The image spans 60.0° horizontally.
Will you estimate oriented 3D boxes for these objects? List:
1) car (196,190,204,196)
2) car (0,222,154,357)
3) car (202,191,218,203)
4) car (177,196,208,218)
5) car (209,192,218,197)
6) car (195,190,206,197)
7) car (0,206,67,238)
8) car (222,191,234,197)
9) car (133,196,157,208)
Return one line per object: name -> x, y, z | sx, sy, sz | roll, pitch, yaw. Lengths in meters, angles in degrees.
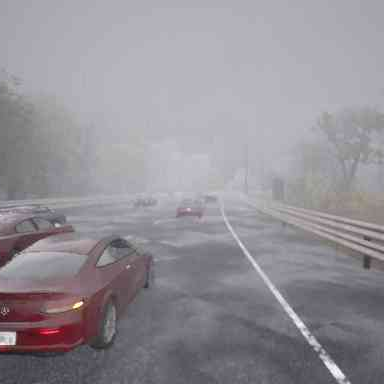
car -> 2.481, 0.823, 72.163 | 2.128, 1.511, 4.902 | 0, 1, 9
car -> -1.950, 1.461, 6.045 | 1.812, 1.442, 4.674 | 0, 1, 4
car -> 3.179, 0.954, 53.353 | 1.882, 1.535, 5.008 | 0, 1, 8
car -> -0.020, 1.291, 27.187 | 1.994, 1.385, 4.181 | 0, 1, 6
car -> 6.044, 0.646, 92.258 | 1.812, 1.442, 4.674 | 0, 1, 11
car -> 2.397, 0.348, 91.803 | 2.150, 2.045, 5.566 | 0, 1, 11
car -> -5.168, 1.372, 9.782 | 1.882, 1.535, 5.008 | 0, 1, 5
car -> 9.688, 0.475, 92.694 | 2.097, 1.767, 4.553 | 0, 1, 11
car -> -5.579, 1.190, 40.539 | 1.895, 1.301, 4.718 | 0, 1, 7
